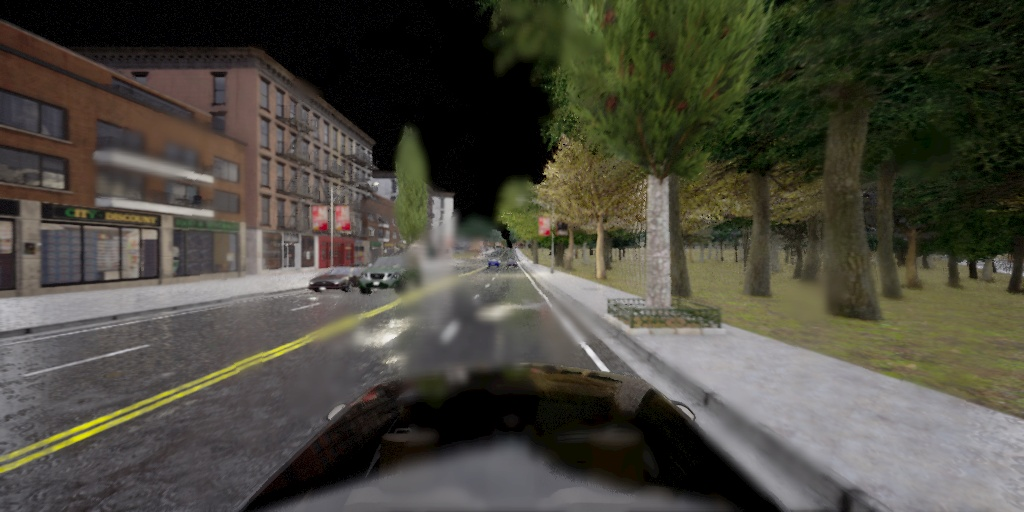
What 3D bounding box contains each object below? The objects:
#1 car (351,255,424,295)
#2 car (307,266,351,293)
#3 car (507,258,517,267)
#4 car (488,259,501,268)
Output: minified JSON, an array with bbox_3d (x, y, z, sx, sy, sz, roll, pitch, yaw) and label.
[{"bbox_3d":[-6.541,0.977,20.121,2.150,2.045,5.566,0,0,1],"label":"car"},{"bbox_3d":[-9.780,1.303,21.234,2.033,1.411,5.357,0,0,1],"label":"car"},{"bbox_3d":[-0.015,1.377,65.150,1.895,1.301,4.718,0,0,0],"label":"car"},{"bbox_3d":[-3.265,1.255,64.703,1.882,1.535,5.008,0,0,0],"label":"car"}]
